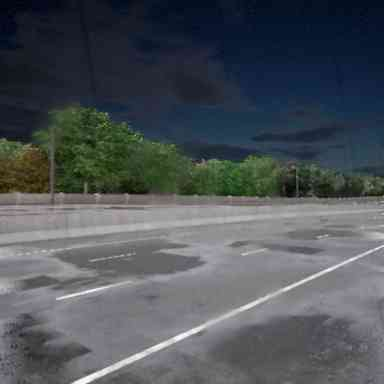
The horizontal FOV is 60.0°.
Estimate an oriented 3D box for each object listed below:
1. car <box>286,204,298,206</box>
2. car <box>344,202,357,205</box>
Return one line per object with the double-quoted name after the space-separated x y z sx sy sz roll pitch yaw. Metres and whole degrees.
17.411 2.930 58.370 2.128 1.511 4.902 -2 -3 43 "car"
38.760 3.422 81.673 2.150 2.045 5.566 -2 -2 42 "car"
